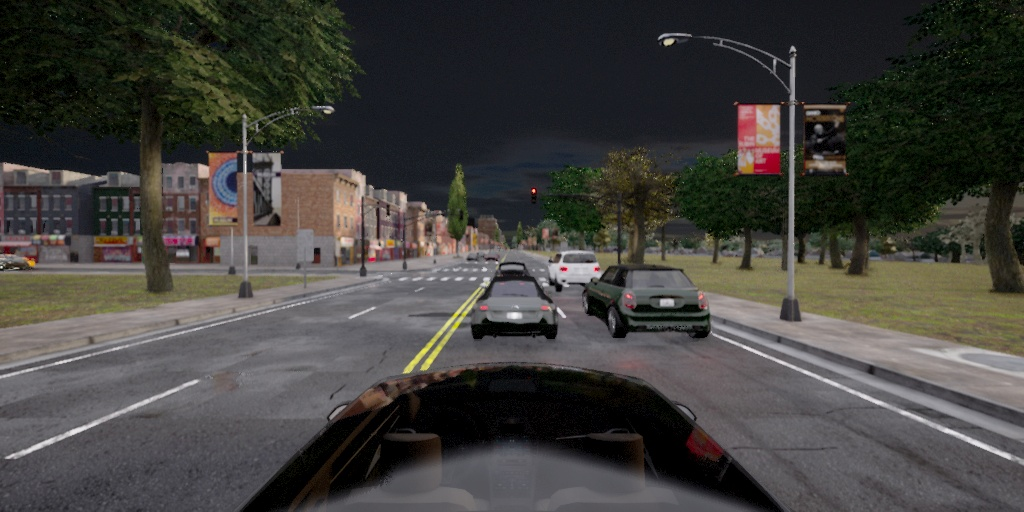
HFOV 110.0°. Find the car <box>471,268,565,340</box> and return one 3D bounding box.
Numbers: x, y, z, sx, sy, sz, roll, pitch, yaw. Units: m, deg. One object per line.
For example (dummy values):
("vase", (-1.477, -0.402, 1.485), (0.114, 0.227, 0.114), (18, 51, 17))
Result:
("car", (0.059, 1.200, 9.549), (1.994, 1.385, 4.181), (0, 1, 0))

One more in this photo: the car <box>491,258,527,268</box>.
("car", (0.008, 1.049, 18.481), (1.837, 1.490, 4.892), (0, 1, 0))

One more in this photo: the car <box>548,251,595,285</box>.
("car", (3.257, 0.755, 19.475), (2.150, 2.045, 5.566), (0, 1, 0))

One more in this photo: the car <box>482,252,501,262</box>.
("car", (-3.435, 0.098, 61.223), (2.097, 1.767, 4.553), (0, 1, 0))

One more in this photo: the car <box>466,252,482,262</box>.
("car", (-6.684, 0.245, 61.388), (1.837, 1.490, 4.892), (0, 2, 0))

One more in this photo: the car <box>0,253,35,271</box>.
("car", (-45.004, 0.500, 30.980), (4.553, 1.767, 2.097), (0, 1, 0))

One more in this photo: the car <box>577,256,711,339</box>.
("car", (3.310, 0.986, 9.759), (2.097, 1.767, 4.553), (0, 1, 0))
